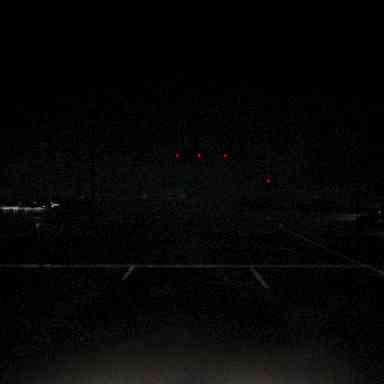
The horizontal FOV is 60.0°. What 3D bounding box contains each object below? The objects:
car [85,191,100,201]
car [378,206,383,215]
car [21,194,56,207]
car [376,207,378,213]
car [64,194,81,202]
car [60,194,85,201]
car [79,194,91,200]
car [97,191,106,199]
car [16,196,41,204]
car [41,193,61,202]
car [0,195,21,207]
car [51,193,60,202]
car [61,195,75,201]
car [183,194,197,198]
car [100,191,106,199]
[{"bbox_3d":[-21.045,1.067,67.938,2.097,1.767,4.553,0,0,0],"label":"car"},{"bbox_3d":[17.649,1.255,26.079,4.553,1.767,2.097,0,0,6],"label":"car"},{"bbox_3d":[-21.122,1.319,45.933,1.837,1.490,4.892,0,0,0],"label":"car"},{"bbox_3d":[19.457,1.435,29.502,5.357,1.411,2.033,0,0,7],"label":"car"},{"bbox_3d":[-24.551,1.233,68.595,1.812,1.442,4.674,0,0,0],"label":"car"},{"bbox_3d":[-21.098,1.354,58.828,1.895,1.301,4.718,0,0,0],"label":"car"},{"bbox_3d":[-25.312,1.160,79.116,1.837,1.490,4.892,0,0,-7],"label":"car"},{"bbox_3d":[-24.914,0.825,91.631,2.150,2.045,5.566,0,0,-18],"label":"car"},{"bbox_3d":[-28.090,1.361,57.298,1.895,1.301,4.718,0,0,1],"label":"car"},{"bbox_3d":[-28.040,1.073,66.498,2.097,1.767,4.553,0,0,0],"label":"car"},{"bbox_3d":[-24.619,1.353,47.513,2.033,1.411,5.357,0,0,0],"label":"car"},{"bbox_3d":[-24.589,1.229,59.255,1.882,1.535,5.008,0,0,0],"label":"car"},{"bbox_3d":[-28.468,1.267,76.481,1.895,1.301,4.718,0,0,-7],"label":"car"},{"bbox_3d":[-0.168,1.184,94.674,1.895,1.301,4.718,0,0,-18],"label":"car"},{"bbox_3d":[-21.688,1.163,78.454,1.837,1.490,4.892,0,0,-7],"label":"car"}]
